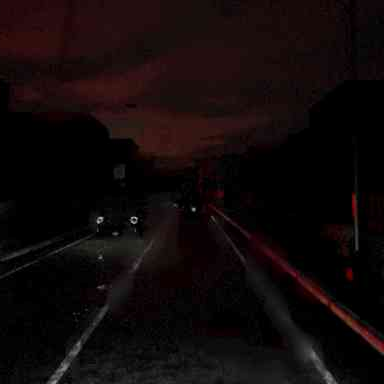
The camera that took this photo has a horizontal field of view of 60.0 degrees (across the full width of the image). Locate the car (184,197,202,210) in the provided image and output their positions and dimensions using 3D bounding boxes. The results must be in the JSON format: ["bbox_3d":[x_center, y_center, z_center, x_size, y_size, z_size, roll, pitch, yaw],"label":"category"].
[{"bbox_3d":[0.121,1.363,41.058,2.128,1.511,4.902,0,0,0],"label":"car"}]

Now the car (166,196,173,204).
[{"bbox_3d":[-3.513,1.421,60.123,1.994,1.385,4.181,0,0,1],"label":"car"}]

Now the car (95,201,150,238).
[{"bbox_3d":[-3.450,1.276,17.152,2.097,1.767,4.553,0,0,0],"label":"car"}]

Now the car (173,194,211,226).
[{"bbox_3d":[0.107,1.128,22.519,2.150,2.045,5.566,0,0,0],"label":"car"}]
